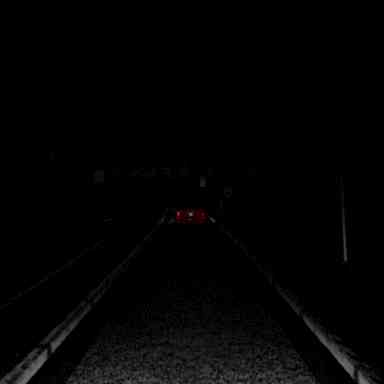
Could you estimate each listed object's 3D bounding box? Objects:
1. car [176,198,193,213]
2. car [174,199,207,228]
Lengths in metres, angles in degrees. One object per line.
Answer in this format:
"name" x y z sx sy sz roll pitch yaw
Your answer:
"car" -0.954 1.601 40.841 1.882 1.535 5.008 0 0 -4
"car" -0.138 1.423 22.849 2.097 1.767 4.553 0 0 -2
